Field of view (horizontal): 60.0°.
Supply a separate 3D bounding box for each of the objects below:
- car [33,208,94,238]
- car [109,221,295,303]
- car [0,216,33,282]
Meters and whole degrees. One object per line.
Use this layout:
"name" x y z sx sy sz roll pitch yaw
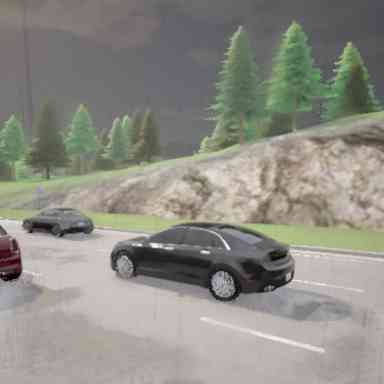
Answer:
"car" -7.138 1.545 17.670 4.181 1.385 1.994 0 0 35
"car" 0.015 1.499 8.278 4.892 1.490 1.837 0 0 35
"car" -6.392 1.340 8.546 4.553 1.767 2.097 0 0 35
